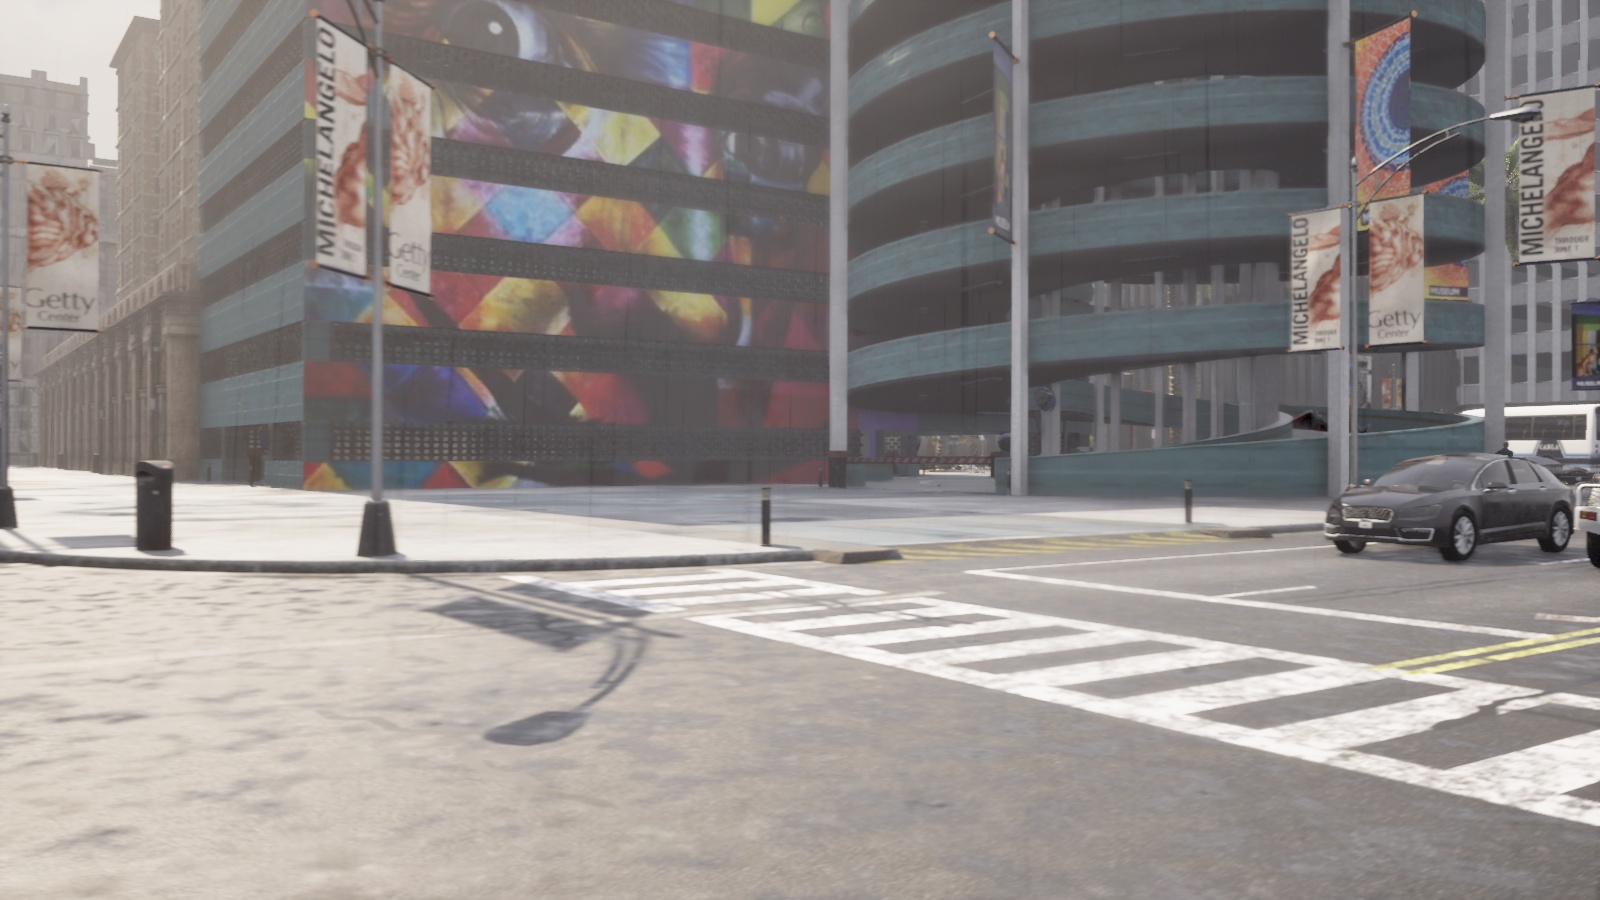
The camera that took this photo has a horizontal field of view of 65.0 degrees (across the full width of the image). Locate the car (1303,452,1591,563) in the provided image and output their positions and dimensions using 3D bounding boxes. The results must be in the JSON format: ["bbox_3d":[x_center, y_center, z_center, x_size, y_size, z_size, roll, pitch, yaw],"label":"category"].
[{"bbox_3d":[9.923,0.776,19.108,4.892,1.490,1.837,0,0,-35],"label":"car"}]

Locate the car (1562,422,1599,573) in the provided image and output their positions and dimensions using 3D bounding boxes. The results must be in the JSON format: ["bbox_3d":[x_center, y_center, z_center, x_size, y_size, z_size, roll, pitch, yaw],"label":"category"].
[{"bbox_3d":[11.993,0.577,16.286,4.605,1.855,1.932,0,0,-35],"label":"car"}]

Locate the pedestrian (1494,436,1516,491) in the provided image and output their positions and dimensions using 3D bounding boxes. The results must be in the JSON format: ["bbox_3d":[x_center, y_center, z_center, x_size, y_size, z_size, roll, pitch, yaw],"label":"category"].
[{"bbox_3d":[23.728,0.457,42.262,0.726,1.842,0.402,0,0,-39],"label":"pedestrian"}]

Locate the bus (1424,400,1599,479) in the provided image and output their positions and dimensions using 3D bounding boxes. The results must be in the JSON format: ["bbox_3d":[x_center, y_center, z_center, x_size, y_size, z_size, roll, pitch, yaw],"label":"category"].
[{"bbox_3d":[41.749,-0.539,72.573,3.944,4.253,10.273,0,0,-21],"label":"bus"}]

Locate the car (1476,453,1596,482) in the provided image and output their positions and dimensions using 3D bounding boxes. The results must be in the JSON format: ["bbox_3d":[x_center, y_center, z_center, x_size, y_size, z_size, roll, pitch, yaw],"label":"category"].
[{"bbox_3d":[37.344,0.873,63.893,2.033,1.411,5.357,0,0,-16],"label":"car"}]
